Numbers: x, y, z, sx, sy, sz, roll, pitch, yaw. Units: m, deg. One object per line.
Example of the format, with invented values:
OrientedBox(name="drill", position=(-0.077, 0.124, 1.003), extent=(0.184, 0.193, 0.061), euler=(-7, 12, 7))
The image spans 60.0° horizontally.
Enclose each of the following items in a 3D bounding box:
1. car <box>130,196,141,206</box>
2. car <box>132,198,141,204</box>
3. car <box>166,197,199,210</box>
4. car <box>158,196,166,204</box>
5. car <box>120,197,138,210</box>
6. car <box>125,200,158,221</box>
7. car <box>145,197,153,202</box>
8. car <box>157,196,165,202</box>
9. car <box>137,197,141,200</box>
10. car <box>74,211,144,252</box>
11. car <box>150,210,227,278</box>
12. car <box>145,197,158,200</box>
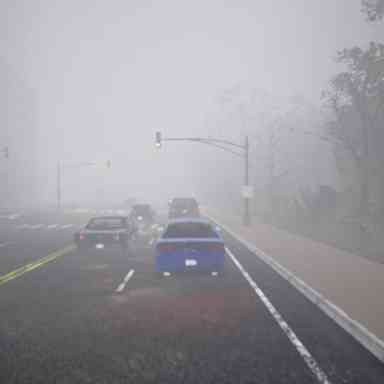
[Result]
OrientedBox(name="car", position=(-11.314, 1.785, 66.973), extent=(2.097, 1.767, 4.553), euler=(0, 0, -8))
OrientedBox(name="car", position=(-12.813, 2.038, 76.910), extent=(1.994, 1.385, 4.181), euler=(0, 0, -9))
OrientedBox(name="car", position=(-0.622, 1.390, 24.448), extent=(2.150, 2.045, 5.566), euler=(0, 0, -3))
OrientedBox(name="car", position=(-6.707, 1.974, 79.847), extent=(1.882, 1.535, 5.008), euler=(0, 0, -10))
OrientedBox(name="car", position=(-9.099, 1.846, 47.605), extent=(1.812, 1.442, 4.674), euler=(0, 0, -6))
OrientedBox(name="car", position=(-4.047, 1.696, 27.401), extent=(1.837, 1.490, 4.892), euler=(0, 0, -3))
OrientedBox(name="car", position=(-11.647, 1.940, 89.249), extent=(1.994, 1.385, 4.181), euler=(0, 0, -10))
OrientedBox(name="car", position=(-8.448, 1.866, 89.824), extent=(1.882, 1.535, 5.008), euler=(0, 0, -10))
OrientedBox(name="car", position=(-10.058, 1.726, 56.521), extent=(2.097, 1.767, 4.553), euler=(0, 0, -6))
OrientedBox(name="car", position=(-3.448, 1.702, 14.417), extent=(1.895, 1.301, 4.718), euler=(0, 0, -2))
OrientedBox(name="car", position=(-0.084, 1.551, 10.420), extent=(1.882, 1.535, 5.008), euler=(0, 0, -1))
OrientedBox(name="car", position=(-9.849, 1.972, 78.942), extent=(1.882, 1.535, 5.008), euler=(0, 0, -9))
